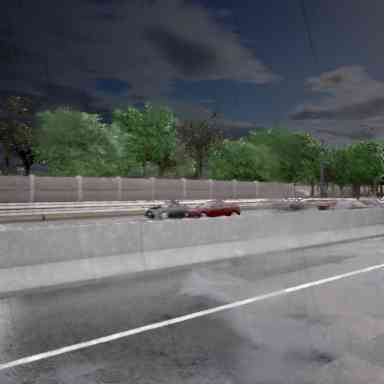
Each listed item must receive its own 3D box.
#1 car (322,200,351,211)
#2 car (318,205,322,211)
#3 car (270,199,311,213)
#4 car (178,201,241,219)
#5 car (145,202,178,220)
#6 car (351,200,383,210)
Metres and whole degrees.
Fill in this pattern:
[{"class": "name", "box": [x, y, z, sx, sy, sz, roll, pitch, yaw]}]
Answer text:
[{"class": "car", "box": [14.849, 1.525, 31.654, 4.674, 1.442, 1.812, 0, 0, -35]}, {"class": "car", "box": [15.954, 1.605, 36.709, 4.718, 1.301, 1.895, 0, 0, -35]}, {"class": "car", "box": [11.281, 1.546, 37.634, 5.357, 1.411, 2.033, 0, 0, -36]}, {"class": "car", "box": [1.683, 1.468, 26.628, 5.008, 1.535, 1.882, 0, 0, -35]}, {"class": "car", "box": [-1.800, 1.553, 27.582, 4.181, 1.385, 1.994, 0, 0, -38]}, {"class": "car", "box": [16.123, 1.547, 28.276, 5.357, 1.411, 2.033, 0, 0, -35]}]
